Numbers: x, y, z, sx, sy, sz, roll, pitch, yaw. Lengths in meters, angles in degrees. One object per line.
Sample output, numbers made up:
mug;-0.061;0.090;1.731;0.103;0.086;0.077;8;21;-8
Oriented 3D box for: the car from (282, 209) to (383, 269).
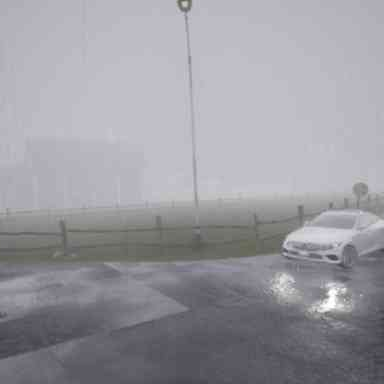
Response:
car;4.766;1.312;10.553;4.674;1.442;1.812;-2;1;-41
